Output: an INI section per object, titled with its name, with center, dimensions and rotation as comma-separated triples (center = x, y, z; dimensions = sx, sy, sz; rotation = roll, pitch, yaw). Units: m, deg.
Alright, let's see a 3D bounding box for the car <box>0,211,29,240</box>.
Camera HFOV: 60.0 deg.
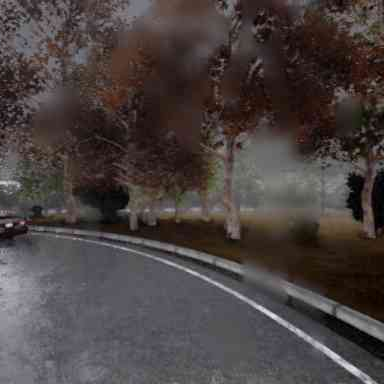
[car]
center = -9.374, 1.345, 13.952
dimensions = 5.357, 1.411, 2.033
rotation = 0, 2, 25
